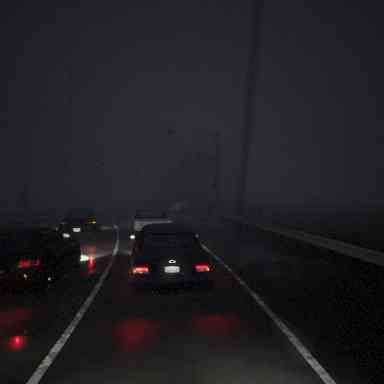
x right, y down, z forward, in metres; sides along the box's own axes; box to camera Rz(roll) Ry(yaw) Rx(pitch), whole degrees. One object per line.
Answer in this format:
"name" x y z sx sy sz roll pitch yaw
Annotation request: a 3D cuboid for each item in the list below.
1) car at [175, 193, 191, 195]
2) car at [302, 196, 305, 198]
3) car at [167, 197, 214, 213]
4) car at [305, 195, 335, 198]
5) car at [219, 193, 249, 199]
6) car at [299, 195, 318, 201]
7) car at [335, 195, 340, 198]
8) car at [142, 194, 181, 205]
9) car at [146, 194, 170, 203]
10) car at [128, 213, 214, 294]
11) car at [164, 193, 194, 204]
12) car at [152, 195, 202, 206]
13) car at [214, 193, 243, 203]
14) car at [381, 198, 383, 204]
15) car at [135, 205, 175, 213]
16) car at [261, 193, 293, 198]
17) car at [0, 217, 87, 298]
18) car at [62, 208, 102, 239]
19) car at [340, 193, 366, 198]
"car" -2.674 1.352 57.525 4.553 1.767 2.097 0 0 -20
"car" 26.534 1.540 75.770 5.357 1.411 2.033 0 0 -22
"car" 0.119 1.526 36.001 4.674 1.442 1.812 0 0 -20
"car" 26.155 1.478 67.913 5.008 1.535 1.882 0 0 -22
"car" 7.087 1.221 61.026 5.566 2.045 2.150 0 0 -19
"car" 28.116 1.552 80.555 4.181 1.385 1.994 0 0 -26
"car" 35.197 1.525 80.882 4.902 1.511 2.128 0 0 -34
"car" -4.308 1.478 45.566 5.008 1.535 1.882 0 0 -20
"car" -6.911 1.352 67.119 4.553 1.767 2.097 0 0 -20
"car" -0.693 1.547 8.936 2.033 1.411 5.357 0 0 -7
"car" -2.580 1.221 64.986 5.566 2.045 2.150 0 0 -20
"car" -1.743 1.493 39.050 4.902 1.511 2.128 0 0 -20
"car" 7.523 1.221 68.544 5.566 2.045 2.150 0 0 -20
"car" 37.080 1.501 61.514 4.892 1.490 1.837 0 0 -30
"car" -2.377 1.601 18.465 1.895 1.301 4.718 0 0 -12
"car" 16.849 1.221 64.503 5.566 2.045 2.150 0 0 -19
"car" -4.208 1.564 8.494 1.994 1.385 4.181 0 0 -6
"car" -5.692 1.526 17.133 1.812 1.442 4.674 0 0 -13
"car" 35.695 1.225 72.841 5.566 2.045 2.150 0 0 -30
